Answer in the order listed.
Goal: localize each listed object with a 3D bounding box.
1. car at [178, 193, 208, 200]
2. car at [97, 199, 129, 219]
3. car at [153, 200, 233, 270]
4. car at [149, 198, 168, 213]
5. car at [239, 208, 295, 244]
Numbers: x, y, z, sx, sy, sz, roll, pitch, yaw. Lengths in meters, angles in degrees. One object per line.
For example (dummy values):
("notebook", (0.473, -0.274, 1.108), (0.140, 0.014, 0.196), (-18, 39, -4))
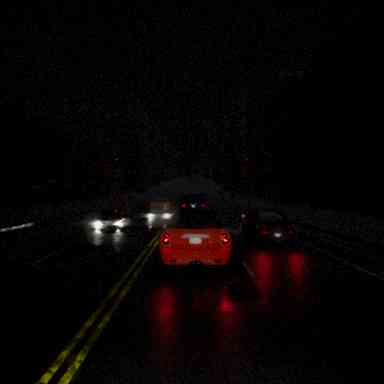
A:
("car", (0.088, 1.123, 26.887), (2.150, 2.045, 5.566), (0, 0, 0))
("car", (-6.606, 1.373, 28.283), (1.882, 1.535, 5.008), (0, 0, 0))
("car", (0.094, 1.316, 11.021), (2.097, 1.767, 4.553), (0, 0, 0))
("car", (-3.340, 1.342, 35.115), (1.882, 1.535, 5.008), (0, 0, 0))
("car", (3.346, 1.475, 15.280), (1.812, 1.442, 4.674), (0, 0, 0))
